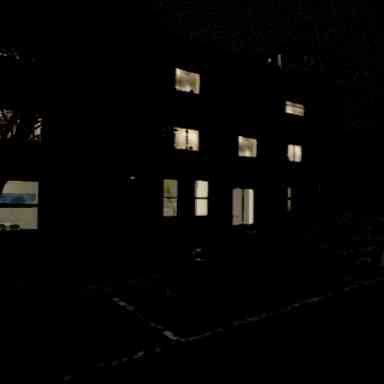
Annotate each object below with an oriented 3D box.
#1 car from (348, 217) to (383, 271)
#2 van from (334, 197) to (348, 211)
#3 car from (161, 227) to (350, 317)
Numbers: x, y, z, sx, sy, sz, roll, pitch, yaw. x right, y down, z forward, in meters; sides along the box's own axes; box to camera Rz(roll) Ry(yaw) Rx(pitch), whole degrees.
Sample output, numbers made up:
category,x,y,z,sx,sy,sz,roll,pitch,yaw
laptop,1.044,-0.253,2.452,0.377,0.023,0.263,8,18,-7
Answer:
category,x,y,z,sx,sy,sz,roll,pitch,yaw
car,6.024,1.529,10.803,4.403,1.369,2.008,0,1,-35
van,19.099,1.568,45.231,1.690,1.788,3.998,0,-1,-35
car,1.394,1.555,7.499,4.313,1.339,1.947,0,1,-35
